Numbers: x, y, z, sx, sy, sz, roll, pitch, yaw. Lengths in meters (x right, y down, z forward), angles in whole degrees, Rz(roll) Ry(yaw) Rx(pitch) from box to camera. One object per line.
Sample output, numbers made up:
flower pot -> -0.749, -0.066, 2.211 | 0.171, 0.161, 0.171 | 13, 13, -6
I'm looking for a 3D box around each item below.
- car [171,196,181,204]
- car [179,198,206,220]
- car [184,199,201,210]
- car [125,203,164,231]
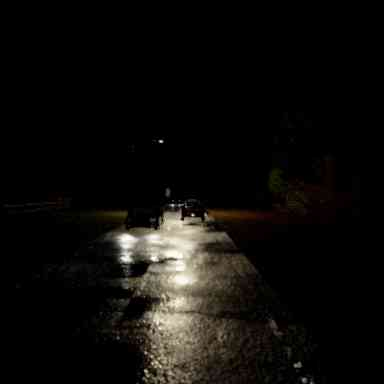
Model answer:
car -> -2.828, 1.536, 63.082 | 1.837, 1.490, 4.892 | 0, 0, 0
car -> 0.068, 1.511, 28.044 | 1.837, 1.490, 4.892 | 0, 0, 0
car -> 0.063, 1.575, 43.070 | 1.994, 1.385, 4.181 | 0, 0, 0
car -> -2.866, 1.481, 20.749 | 1.882, 1.535, 5.008 | 0, 0, 0
